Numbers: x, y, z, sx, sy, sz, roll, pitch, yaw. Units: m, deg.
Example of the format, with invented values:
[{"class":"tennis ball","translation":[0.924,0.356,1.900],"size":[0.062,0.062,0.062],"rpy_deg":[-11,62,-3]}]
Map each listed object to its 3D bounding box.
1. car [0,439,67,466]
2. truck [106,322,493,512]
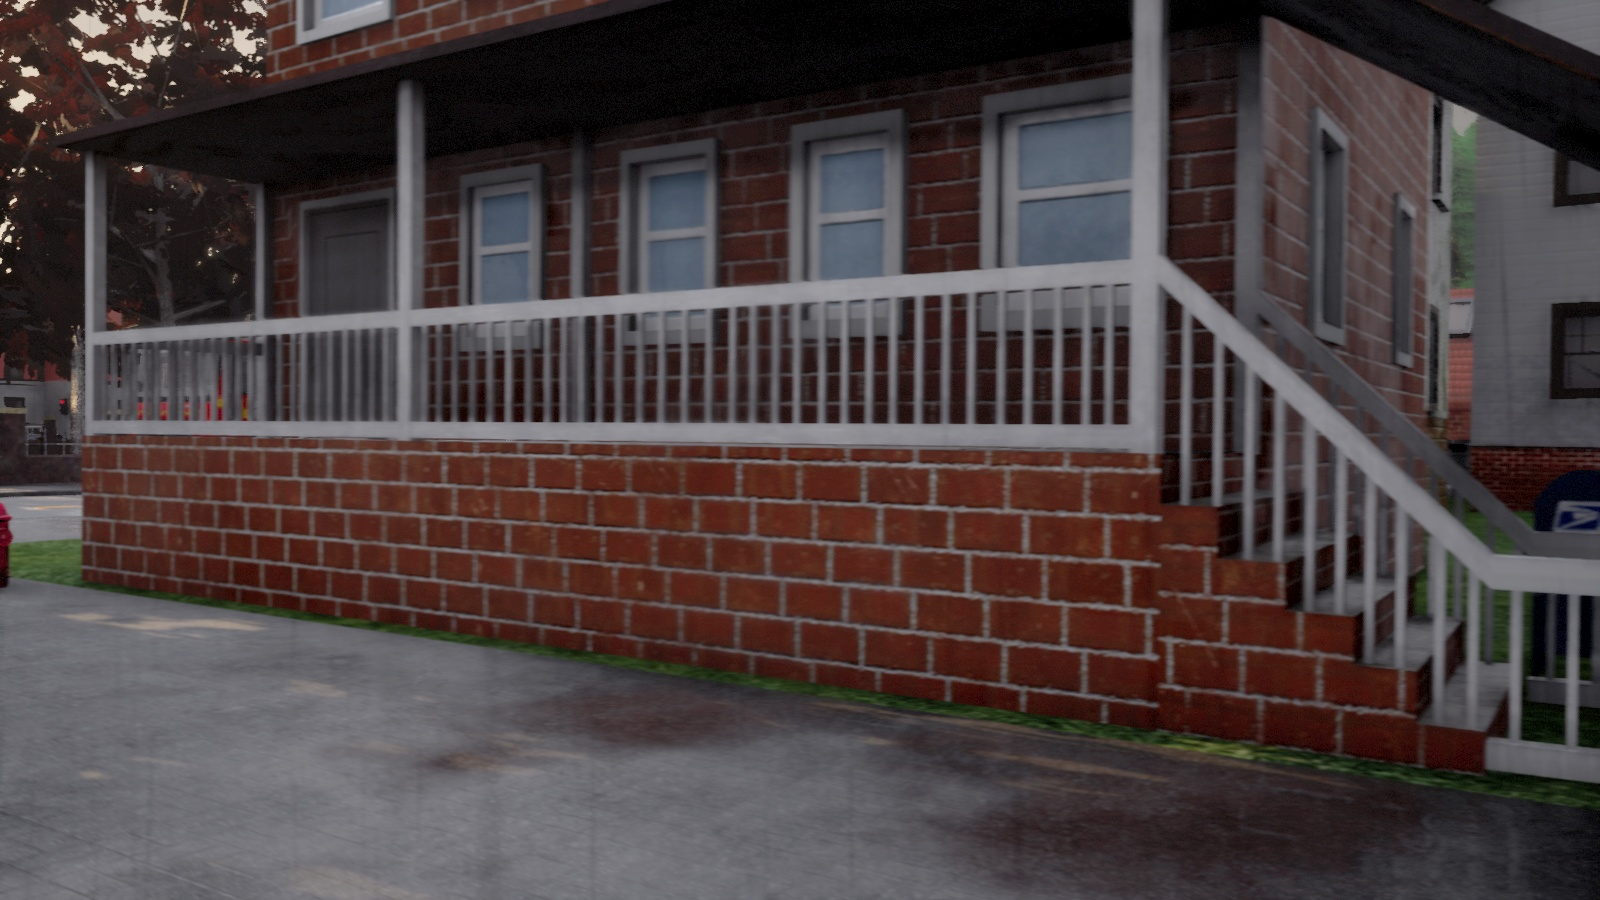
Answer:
[{"class":"car","translation":[-43.537,0.132,70.286],"size":[1.970,1.475,3.806],"rpy_deg":[0,1,35]},{"class":"truck","translation":[-11.404,-0.736,29.748],"size":[2.891,3.827,8.468],"rpy_deg":[0,1,30]}]
